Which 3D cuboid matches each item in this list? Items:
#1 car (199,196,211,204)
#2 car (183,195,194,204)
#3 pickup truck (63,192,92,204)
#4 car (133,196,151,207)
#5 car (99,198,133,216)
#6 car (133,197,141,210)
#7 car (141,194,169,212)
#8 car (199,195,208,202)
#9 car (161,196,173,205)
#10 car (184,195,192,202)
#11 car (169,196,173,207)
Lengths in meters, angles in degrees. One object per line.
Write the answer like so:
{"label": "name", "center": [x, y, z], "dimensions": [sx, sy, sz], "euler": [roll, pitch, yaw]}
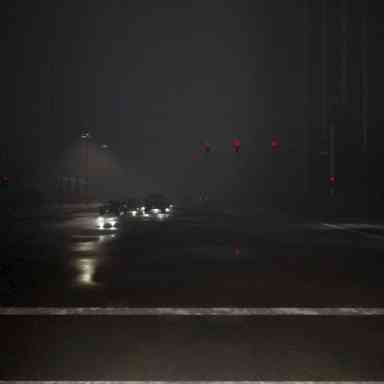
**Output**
{"label": "car", "center": [2.765, 1.491, 64.803], "dimensions": [2.128, 1.511, 4.902], "euler": [0, 0, -1]}
{"label": "car", "center": [-0.741, 1.352, 65.389], "dimensions": [2.097, 1.767, 4.553], "euler": [0, 0, -1]}
{"label": "pickup truck", "center": [-20.910, 1.059, 60.027], "dimensions": [2.390, 2.098, 6.274], "euler": [0, 0, 30]}
{"label": "car", "center": [-7.809, 1.491, 52.562], "dimensions": [2.128, 1.511, 4.902], "euler": [0, 0, -1]}
{"label": "car", "center": [-7.696, 1.491, 32.875], "dimensions": [2.128, 1.511, 4.902], "euler": [0, 0, 2]}
{"label": "car", "center": [-7.714, 1.478, 42.178], "dimensions": [1.882, 1.535, 5.008], "euler": [0, 0, -1]}
{"label": "car", "center": [-4.176, 1.221, 38.508], "dimensions": [2.150, 2.045, 5.566], "euler": [0, 0, -1]}
{"label": "car", "center": [2.564, 1.524, 75.187], "dimensions": [1.812, 1.442, 4.674], "euler": [0, 0, -1]}
{"label": "car", "center": [-4.352, 1.478, 58.895], "dimensions": [1.882, 1.535, 5.008], "euler": [0, 0, 0]}
{"label": "car", "center": [-0.938, 1.478, 75.392], "dimensions": [1.882, 1.535, 5.008], "euler": [0, 0, -1]}
{"label": "car", "center": [-4.268, 1.601, 48.455], "dimensions": [1.895, 1.301, 4.718], "euler": [0, 0, -1]}
